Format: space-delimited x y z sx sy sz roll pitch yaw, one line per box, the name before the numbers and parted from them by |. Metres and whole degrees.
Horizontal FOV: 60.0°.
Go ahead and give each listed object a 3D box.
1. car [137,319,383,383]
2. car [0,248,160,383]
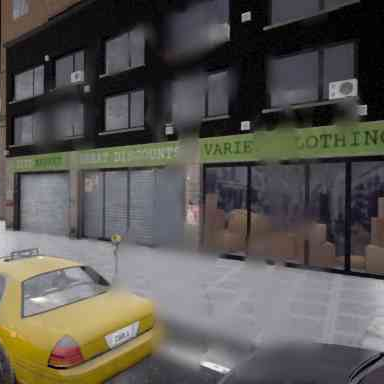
car | 2.047 1.551 1.624 4.403 1.369 2.008 0 1 36
car | -2.634 1.524 4.972 4.829 1.417 1.752 0 1 36
